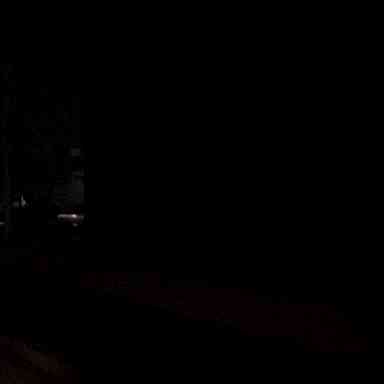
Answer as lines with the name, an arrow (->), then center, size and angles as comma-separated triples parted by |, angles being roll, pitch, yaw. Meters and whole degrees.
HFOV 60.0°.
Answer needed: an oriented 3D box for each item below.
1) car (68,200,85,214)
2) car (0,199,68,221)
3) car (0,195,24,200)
car -> -11.594, 1.553, 36.283 | 1.812, 1.442, 4.674 | 0, 0, 31
car -> -13.102, 1.549, 27.566 | 1.812, 1.442, 4.674 | 0, 0, 34
car -> -16.937, 1.248, 28.119 | 2.150, 2.045, 5.566 | 0, 0, 35
